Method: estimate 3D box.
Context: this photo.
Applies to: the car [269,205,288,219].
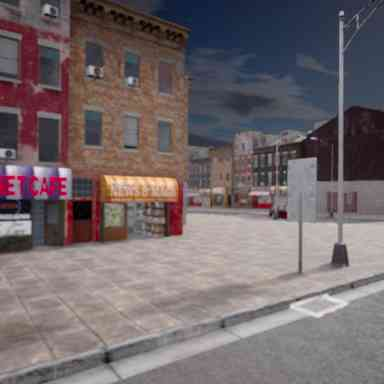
[{"bbox_3d":[9.264,1.919,31.051,1.887,1.381,4.507,0,-1,-35],"label":"car"}]
